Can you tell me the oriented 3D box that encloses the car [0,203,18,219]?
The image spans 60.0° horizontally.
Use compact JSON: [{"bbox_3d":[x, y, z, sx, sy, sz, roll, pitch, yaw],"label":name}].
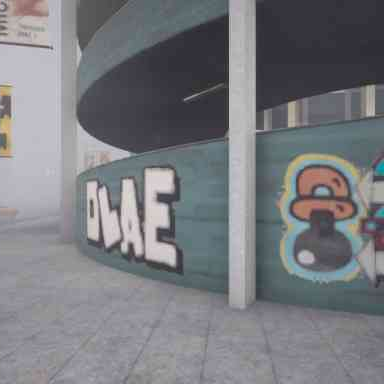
[{"bbox_3d":[-15.880,1.459,26.424,1.801,1.575,5.366,0,0,1],"label":"car"}]
